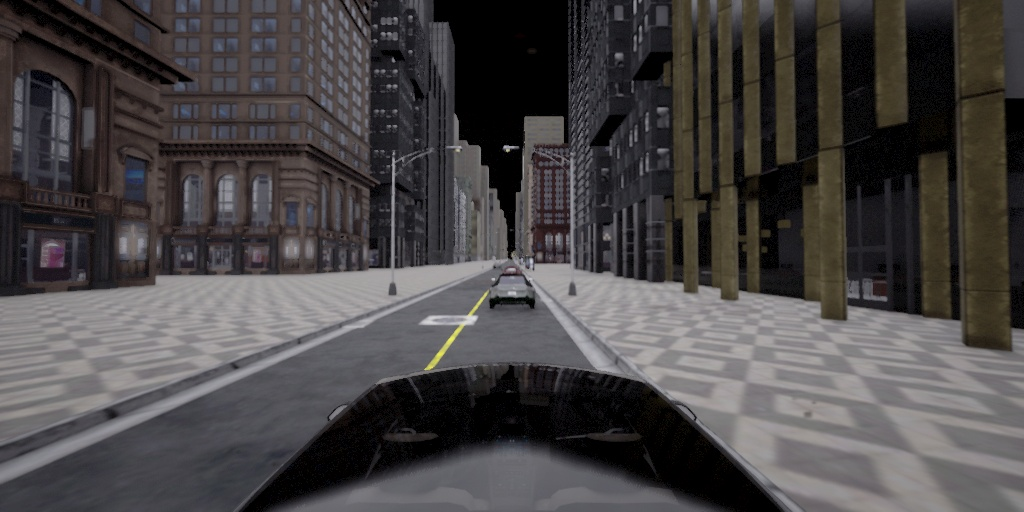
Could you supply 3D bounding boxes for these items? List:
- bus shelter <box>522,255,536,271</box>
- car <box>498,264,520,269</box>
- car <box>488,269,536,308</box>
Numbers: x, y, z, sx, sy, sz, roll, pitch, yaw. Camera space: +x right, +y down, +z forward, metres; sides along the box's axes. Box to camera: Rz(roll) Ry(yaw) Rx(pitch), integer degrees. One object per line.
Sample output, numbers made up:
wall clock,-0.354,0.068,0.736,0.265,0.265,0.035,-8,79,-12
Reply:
bus shelter,3.137,1.302,60.798,1.920,2.740,3.880,0,0,0
car,0.007,1.600,31.220,1.812,1.442,4.674,0,-1,0
car,0.009,1.464,16.154,1.994,1.385,4.181,0,-1,0
